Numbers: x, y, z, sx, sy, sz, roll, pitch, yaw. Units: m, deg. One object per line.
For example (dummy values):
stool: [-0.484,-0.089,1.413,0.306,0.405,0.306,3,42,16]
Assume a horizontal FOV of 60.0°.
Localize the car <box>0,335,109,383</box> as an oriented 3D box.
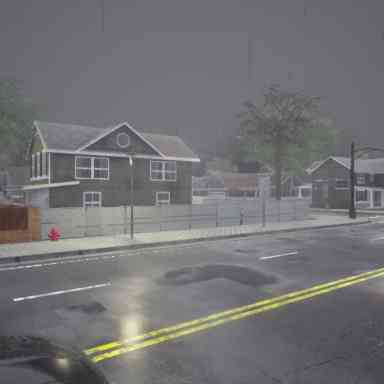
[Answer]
car: [-2.741,1.504,1.482,4.892,1.490,1.837,0,0,-35]
